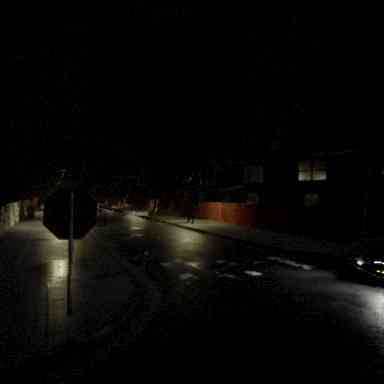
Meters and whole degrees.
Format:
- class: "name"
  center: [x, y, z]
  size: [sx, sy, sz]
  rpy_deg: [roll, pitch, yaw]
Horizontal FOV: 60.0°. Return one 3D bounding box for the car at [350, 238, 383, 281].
- class: "car"
  center: [6.978, 1.668, 9.341]
  size: [4.892, 1.490, 1.837]
  rpy_deg: [0, 4, -7]
